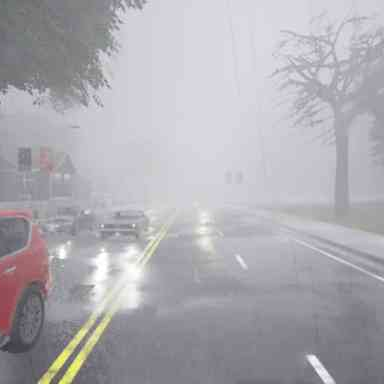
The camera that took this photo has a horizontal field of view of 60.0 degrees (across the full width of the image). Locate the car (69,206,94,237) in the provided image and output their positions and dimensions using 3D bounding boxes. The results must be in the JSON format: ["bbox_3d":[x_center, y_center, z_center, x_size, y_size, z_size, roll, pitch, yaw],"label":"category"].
[{"bbox_3d":[-6.643,1.532,18.178,2.128,1.511,4.902,0,0,0],"label":"car"}]

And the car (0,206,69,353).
[{"bbox_3d":[-3.355,1.239,3.257,2.150,2.045,5.566,0,0,0],"label":"car"}]

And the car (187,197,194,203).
[{"bbox_3d":[-0.329,2.188,87.895,1.882,1.535,5.008,0,-1,0],"label":"car"}]

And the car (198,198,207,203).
[{"bbox_3d":[2.922,2.208,87.707,2.128,1.511,4.902,0,-1,0],"label":"car"}]

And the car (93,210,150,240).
[{"bbox_3d":[-3.392,1.623,17.398,1.895,1.301,4.718,0,0,0],"label":"car"}]
